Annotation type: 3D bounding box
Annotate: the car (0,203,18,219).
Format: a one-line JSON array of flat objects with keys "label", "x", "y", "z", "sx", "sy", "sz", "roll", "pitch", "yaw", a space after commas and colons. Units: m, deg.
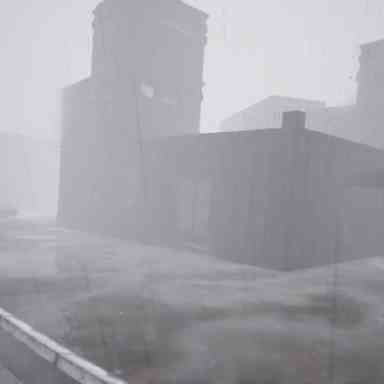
[{"label": "car", "x": -20.146, "y": 1.958, "z": 35.244, "sx": 2.128, "sy": 1.511, "sz": 4.902, "roll": 4, "pitch": -2, "yaw": -6}]
